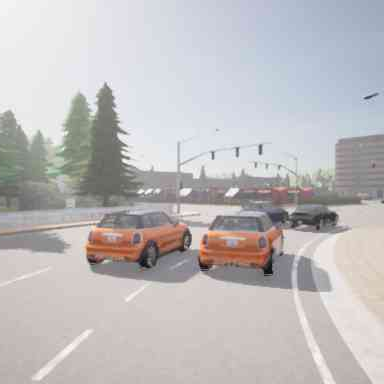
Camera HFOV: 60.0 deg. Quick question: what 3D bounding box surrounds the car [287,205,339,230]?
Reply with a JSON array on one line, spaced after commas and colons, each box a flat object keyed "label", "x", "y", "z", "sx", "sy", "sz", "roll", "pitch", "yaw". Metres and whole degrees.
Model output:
[{"label": "car", "x": 8.097, "y": 1.594, "z": 21.905, "sx": 1.837, "sy": 1.490, "sz": 4.892, "roll": 0, "pitch": 0, "yaw": 41}]

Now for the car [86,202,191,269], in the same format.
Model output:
[{"label": "car", "x": -1.633, "y": 1.401, "z": 11.702, "sx": 2.097, "sy": 1.767, "sz": 4.553, "roll": 0, "pitch": 0, "yaw": 19}]

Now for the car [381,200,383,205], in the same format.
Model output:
[{"label": "car", "x": 39.368, "y": 1.862, "z": 66.489, "sx": 4.718, "sy": 1.301, "sz": 1.895, "roll": 0, "pitch": 0, "yaw": -43}]

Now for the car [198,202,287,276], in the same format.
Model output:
[{"label": "car", "x": 1.794, "y": 1.397, "z": 10.925, "sx": 2.097, "sy": 1.767, "sz": 4.553, "roll": 0, "pitch": 0, "yaw": 19}]

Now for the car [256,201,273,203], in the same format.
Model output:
[{"label": "car", "x": 5.138, "y": 1.450, "z": 23.789, "sx": 2.097, "sy": 1.767, "sz": 4.553, "roll": 0, "pitch": 0, "yaw": 40}]
